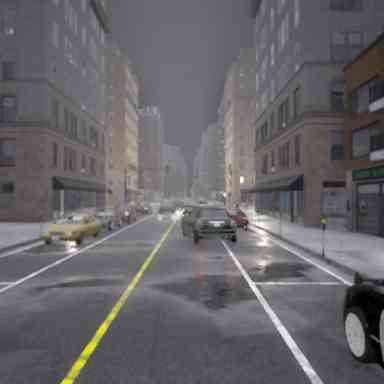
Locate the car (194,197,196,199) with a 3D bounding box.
[{"bbox_3d":[2.447,2.351,93.741,2.192,1.841,5.009,0,-1,0],"label":"car"}]

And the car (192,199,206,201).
[{"bbox_3d":[0.117,1.851,35.257,2.128,1.511,4.902,0,-1,0],"label":"car"}]

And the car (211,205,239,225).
[{"bbox_3d":[2.694,1.825,27.804,1.887,1.381,4.507,0,-1,0],"label":"car"}]

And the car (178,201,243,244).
[{"bbox_3d":[0.756,1.521,17.011,2.097,1.767,4.553,0,-1,-10],"label":"car"}]

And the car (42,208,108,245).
[{"bbox_3d":[-5.839,1.691,16.648,1.752,1.417,4.829,0,-1,0],"label":"car"}]

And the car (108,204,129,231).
[{"bbox_3d":[-5.836,1.774,22.310,2.008,1.369,4.403,0,-1,0],"label":"car"}]

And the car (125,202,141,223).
[{"bbox_3d":[-5.831,1.720,27.803,1.967,1.590,4.097,0,-1,0],"label":"car"}]

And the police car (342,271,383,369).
[{"bbox_3d":[3.136,1.456,3.045,1.930,1.638,5.238,0,-1,0],"label":"police car"}]

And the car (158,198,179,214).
[{"bbox_3d":[-2.995,1.897,40.909,1.882,1.535,5.008,0,-1,1],"label":"car"}]

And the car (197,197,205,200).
[{"bbox_3d":[2.592,2.374,77.219,1.887,1.381,4.507,0,-1,0],"label":"car"}]

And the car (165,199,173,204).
[{"bbox_3d":[-6.030,2.508,88.163,1.887,1.381,4.507,0,-1,0],"label":"car"}]

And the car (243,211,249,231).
[{"bbox_3d":[2.692,1.768,22.313,1.887,1.381,4.507,0,-1,0],"label":"car"}]

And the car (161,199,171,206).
[{"bbox_3d":[-5.933,2.378,77.147,2.008,1.369,4.403,0,-1,0],"label":"car"}]

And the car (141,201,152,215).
[{"bbox_3d":[-5.824,1.837,38.789,1.967,1.590,4.097,0,-1,0],"label":"car"}]

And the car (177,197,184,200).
[{"bbox_3d":[-3.139,2.009,53.824,2.128,1.511,4.902,1,-1,-35],"label":"car"}]

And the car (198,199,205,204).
[{"bbox_3d":[2.493,2.492,88.402,1.752,1.417,4.829,0,-1,0],"label":"car"}]

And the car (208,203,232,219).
[{"bbox_3d":[2.697,1.889,33.295,2.008,1.369,4.403,0,-1,0],"label":"car"}]

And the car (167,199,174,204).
[{"bbox_3d":[-6.079,2.616,93.669,1.802,1.307,4.206,0,-1,0],"label":"car"}]
